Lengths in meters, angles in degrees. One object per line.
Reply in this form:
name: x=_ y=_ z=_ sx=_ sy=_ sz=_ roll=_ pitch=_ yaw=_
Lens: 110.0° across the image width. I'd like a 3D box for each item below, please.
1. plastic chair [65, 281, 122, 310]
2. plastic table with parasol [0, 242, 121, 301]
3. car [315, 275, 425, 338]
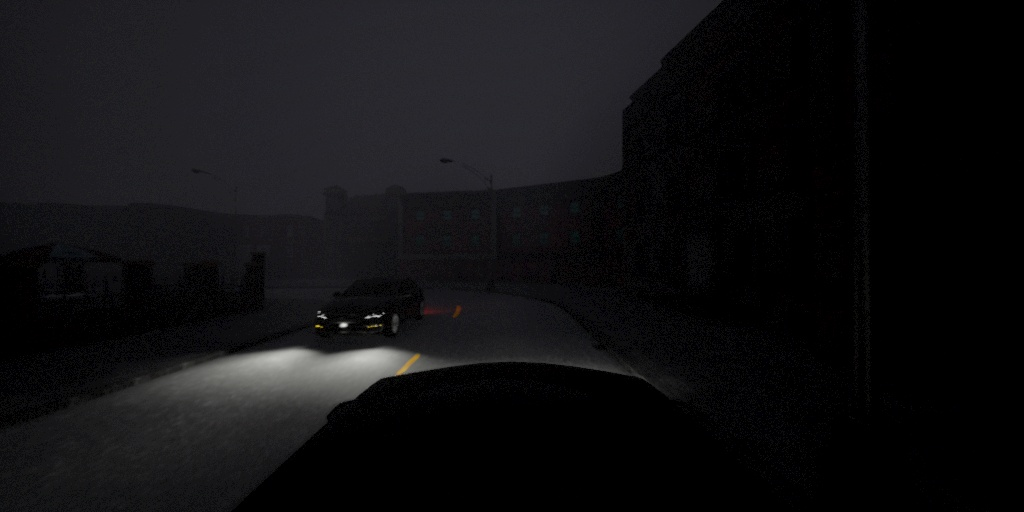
plastic chair: x=-12.019 y=1.448 z=10.354 sx=0.730 sy=1.272 sz=0.750 roll=0 pitch=0 yaw=0
plastic table with parasol: x=-13.272 y=0.845 z=10.454 sx=2.482 sy=2.480 sz=2.482 roll=0 pitch=0 yaw=0
car: x=-3.915 y=1.367 z=10.705 sx=1.837 sy=1.490 sz=4.892 roll=0 pitch=-1 yaw=-1
